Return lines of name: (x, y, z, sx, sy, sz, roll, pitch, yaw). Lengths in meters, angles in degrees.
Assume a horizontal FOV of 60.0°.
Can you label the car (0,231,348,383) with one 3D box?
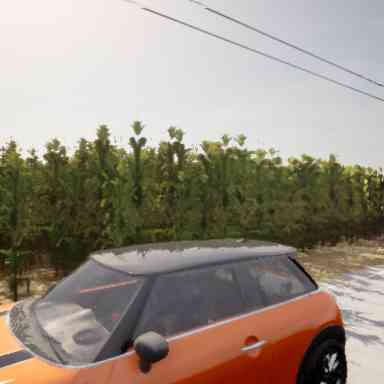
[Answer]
car: (-0.495, 1.365, 3.306, 4.553, 1.767, 2.097, 0, 0, -36)
